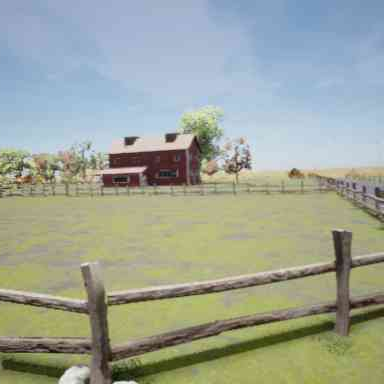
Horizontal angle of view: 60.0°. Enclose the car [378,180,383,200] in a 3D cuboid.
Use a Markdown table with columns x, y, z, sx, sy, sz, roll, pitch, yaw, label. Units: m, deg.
| x | y | z | sx | sy | sz | roll | pitch | yaw | label |
| --- | --- | --- | --- | --- | --- | --- | --- | --- | --- |
| 13.720 | -0.152 | 21.958 | 2.097 | 1.767 | 4.553 | -1 | 3 | 18 | car |
